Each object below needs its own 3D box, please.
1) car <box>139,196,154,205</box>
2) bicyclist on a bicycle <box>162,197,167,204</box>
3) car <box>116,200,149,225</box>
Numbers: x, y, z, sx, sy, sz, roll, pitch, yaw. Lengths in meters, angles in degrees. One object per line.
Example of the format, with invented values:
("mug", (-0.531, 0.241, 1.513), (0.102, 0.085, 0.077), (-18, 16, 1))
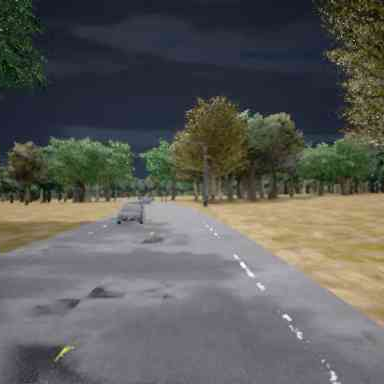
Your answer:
("car", (-9.239, 1.624, 66.177), (2.097, 1.767, 4.553), (0, 0, -9))
("bicyclist on a bicycle", (-5.483, 1.763, 70.640), (0.582, 1.620, 1.656), (0, -1, -10))
("car", (-4.491, 1.586, 25.094), (1.837, 1.490, 4.892), (0, 0, -4))
